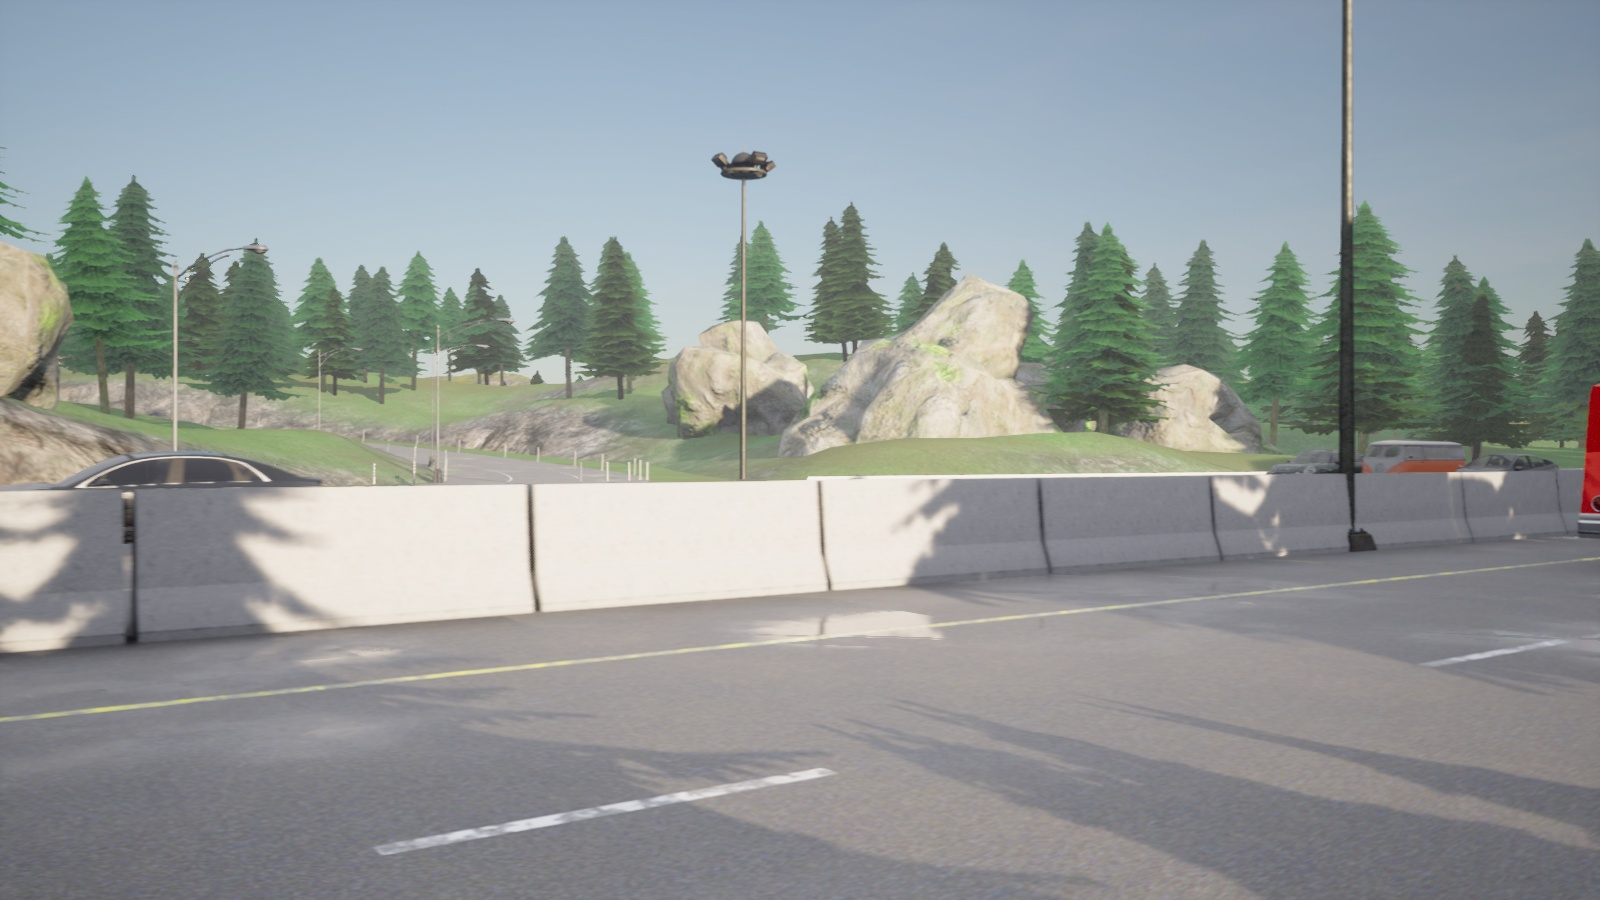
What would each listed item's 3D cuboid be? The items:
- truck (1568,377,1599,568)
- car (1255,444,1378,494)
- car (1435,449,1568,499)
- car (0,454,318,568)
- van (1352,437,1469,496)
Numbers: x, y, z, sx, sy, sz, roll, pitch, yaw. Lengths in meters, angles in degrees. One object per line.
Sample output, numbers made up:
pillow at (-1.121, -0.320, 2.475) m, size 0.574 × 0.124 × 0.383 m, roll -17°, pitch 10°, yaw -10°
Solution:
truck at (13.038, 0.276, 16.998) m, size 5.204 × 2.467 × 2.627 m, roll 0°, pitch 0°, yaw -35°
car at (19.349, 0.677, 46.977) m, size 4.553 × 1.767 × 2.097 m, roll 0°, pitch 0°, yaw -35°
car at (22.886, 0.743, 40.910) m, size 4.514 × 1.525 × 2.007 m, roll 0°, pitch 0°, yaw -35°
car at (-9.761, 0.816, 18.187) m, size 4.892 × 1.490 × 1.837 m, roll 0°, pitch 0°, yaw -35°
van at (21.534, 0.560, 44.234) m, size 4.442 × 1.987 × 1.775 m, roll 0°, pitch 0°, yaw -35°
